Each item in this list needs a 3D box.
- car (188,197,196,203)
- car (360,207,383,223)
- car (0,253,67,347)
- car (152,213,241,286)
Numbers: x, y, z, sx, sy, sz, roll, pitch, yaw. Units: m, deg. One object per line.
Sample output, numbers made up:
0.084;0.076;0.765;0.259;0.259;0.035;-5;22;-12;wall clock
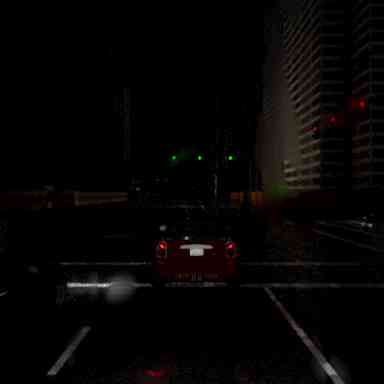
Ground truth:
0.028;1.934;79.531;1.895;1.301;4.718;0;0;0;car
16.281;1.659;26.241;5.357;1.411;2.033;0;0;0;car
-3.399;1.547;4.730;1.812;1.442;4.674;0;0;0;car
0.102;1.393;9.654;2.097;1.767;4.553;0;0;0;car
